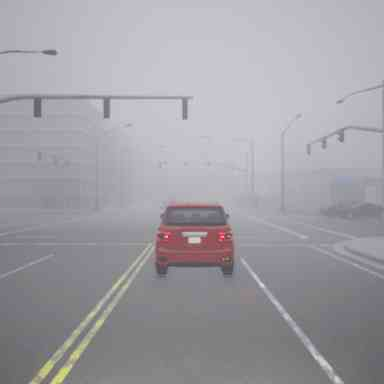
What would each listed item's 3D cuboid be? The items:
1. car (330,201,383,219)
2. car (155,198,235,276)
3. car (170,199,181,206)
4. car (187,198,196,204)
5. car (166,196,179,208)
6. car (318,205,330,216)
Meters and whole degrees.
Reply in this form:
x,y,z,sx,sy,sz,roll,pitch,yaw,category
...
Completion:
x,y,z,sx,sy,sz,roll,pitch,yaw,category
16.595,1.813,32.472,5.008,1.535,1.882,0,-1,0,car
0.090,1.334,10.928,2.150,2.045,5.566,0,-1,1,car
-3.536,2.294,71.502,1.994,1.385,4.181,0,-1,0,car
-0.041,2.172,80.311,2.128,1.511,4.902,0,-1,0,car
-3.581,1.861,61.639,2.150,2.045,5.566,0,-1,0,car
16.139,1.724,35.981,4.553,1.767,2.097,0,-1,0,car
